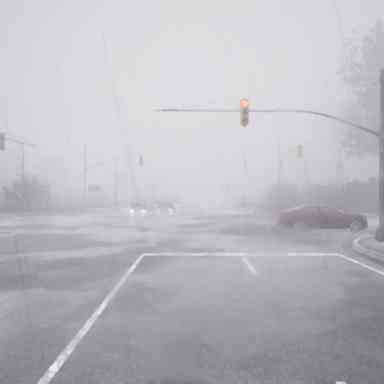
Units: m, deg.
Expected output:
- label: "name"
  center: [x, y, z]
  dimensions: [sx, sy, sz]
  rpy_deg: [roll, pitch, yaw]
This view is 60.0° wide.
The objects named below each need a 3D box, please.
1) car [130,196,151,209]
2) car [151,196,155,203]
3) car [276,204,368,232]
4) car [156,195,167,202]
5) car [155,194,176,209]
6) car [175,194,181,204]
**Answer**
- label: "car"
  center: [-7.104, 1.554, 45.062]
  dimensions: [1.895, 1.301, 4.718]
  rpy_deg: [0, 0, 0]
- label: "car"
  center: [-7.071, 1.440, 61.854]
  dimensions: [1.837, 1.490, 4.892]
  rpy_deg: [0, 0, 0]
- label: "car"
  center: [7.441, 1.461, 19.274]
  dimensions: [5.008, 1.535, 1.882]
  rpy_deg: [0, 0, 3]
- label: "car"
  center: [-7.007, 1.447, 77.084]
  dimensions: [2.033, 1.411, 5.357]
  rpy_deg: [0, 0, 0]
- label: "car"
  center: [-3.603, 1.430, 45.806]
  dimensions: [1.882, 1.535, 5.008]
  rpy_deg: [0, 0, 0]
- label: "car"
  center: [-3.572, 1.413, 61.521]
  dimensions: [1.882, 1.535, 5.008]
  rpy_deg: [0, 0, 0]
